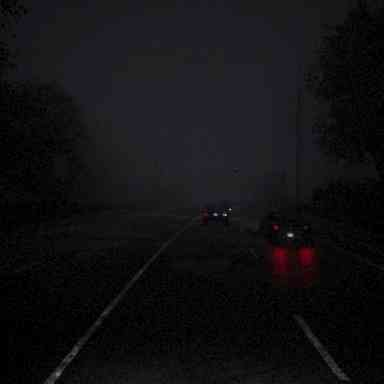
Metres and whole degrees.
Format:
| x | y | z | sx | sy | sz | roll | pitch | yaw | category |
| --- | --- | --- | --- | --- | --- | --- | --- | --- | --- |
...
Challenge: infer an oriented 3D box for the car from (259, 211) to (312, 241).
| x | y | z | sx | sy | sz | roll | pitch | yaw | category |
| --- | --- | --- | --- | --- | --- | --- | --- | --- | --- |
| 4.564 | 1.611 | 16.950 | 1.895 | 1.301 | 4.718 | 0 | 0 | 5 | car |

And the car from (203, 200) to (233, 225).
| x | y | z | sx | sy | sz | roll | pitch | yaw | category |
| --- | --- | --- | --- | --- | --- | --- | --- | --- | --- |
| 1.826 | 1.542 | 24.401 | 2.033 | 1.411 | 5.357 | 0 | 0 | 7 | car |
